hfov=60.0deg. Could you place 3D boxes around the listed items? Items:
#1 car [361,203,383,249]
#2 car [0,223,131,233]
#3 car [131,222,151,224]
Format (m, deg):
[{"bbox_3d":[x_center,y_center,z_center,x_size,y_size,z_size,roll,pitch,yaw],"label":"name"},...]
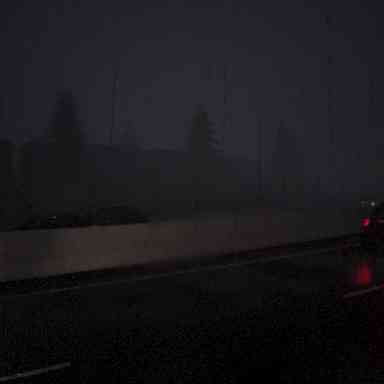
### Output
[{"bbox_3d":[8.137,1.067,11.833,4.553,1.767,2.097,-1,1,-32],"label":"car"},{"bbox_3d":[-5.289,1.502,12.430,5.357,1.411,2.033,-1,1,-26],"label":"car"},{"bbox_3d":[-4.500,1.393,16.824,4.892,1.490,1.837,-1,1,-28],"label":"car"}]
